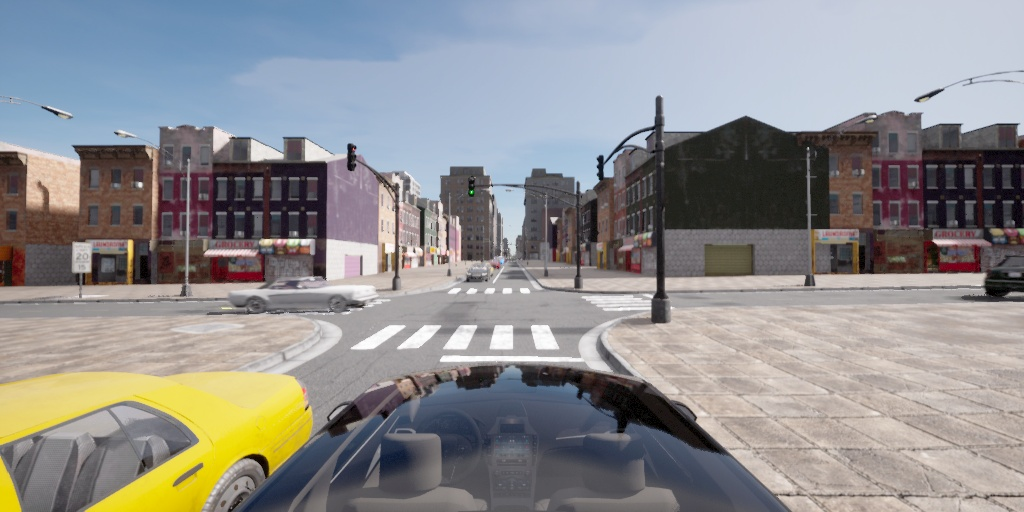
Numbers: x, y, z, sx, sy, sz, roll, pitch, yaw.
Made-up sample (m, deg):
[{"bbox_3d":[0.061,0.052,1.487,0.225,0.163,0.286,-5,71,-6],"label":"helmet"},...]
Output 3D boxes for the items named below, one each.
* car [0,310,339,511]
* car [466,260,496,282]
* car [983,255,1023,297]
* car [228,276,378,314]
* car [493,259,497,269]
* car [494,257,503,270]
[{"bbox_3d":[-2.637,1.276,1.184,1.751,1.417,4.829,0,0,0],"label":"car"},{"bbox_3d":[-2.629,1.268,28.457,2.007,1.370,4.403,0,0,0],"label":"car"},{"bbox_3d":[20.751,0.681,13.269,4.553,1.767,2.097,-1,-1,0],"label":"car"},{"bbox_3d":[-7.629,1.421,13.444,4.718,1.301,1.895,-1,-1,0],"label":"car"},{"bbox_3d":[-2.628,1.230,33.936,1.751,1.417,4.829,0,0,0],"label":"car"},{"bbox_3d":[-2.623,1.205,51.053,1.888,1.381,4.507,0,0,0],"label":"car"}]
